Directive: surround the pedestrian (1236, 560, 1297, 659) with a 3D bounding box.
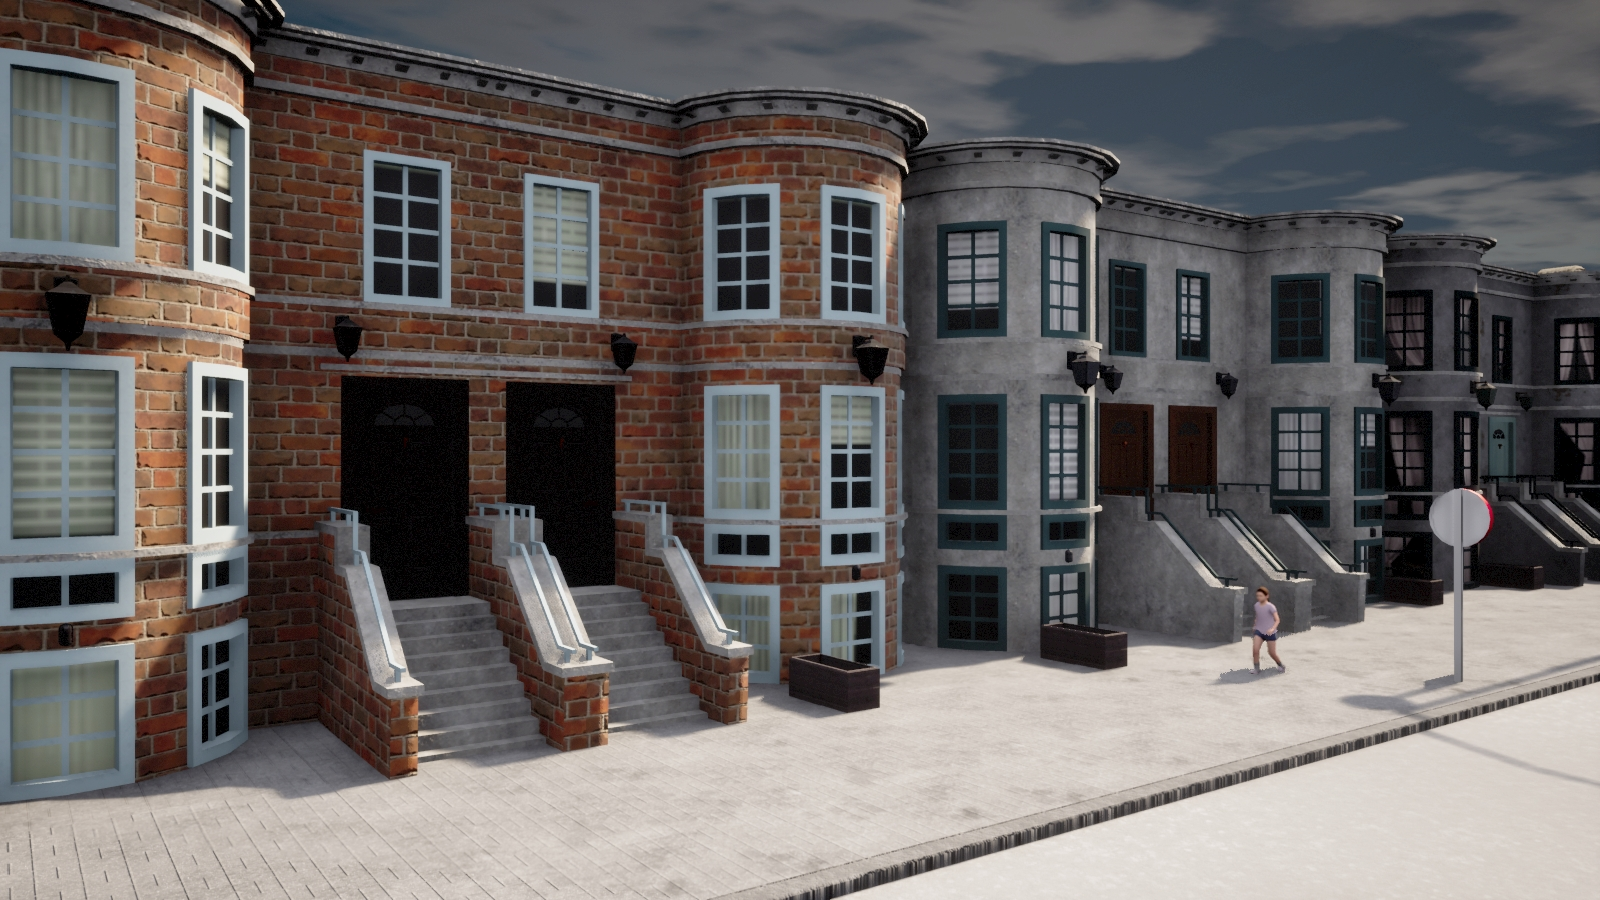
[{"bbox_3d":[5.623,1.904,13.768,0.500,1.100,0.500,0,0,-37],"label":"pedestrian"}]
